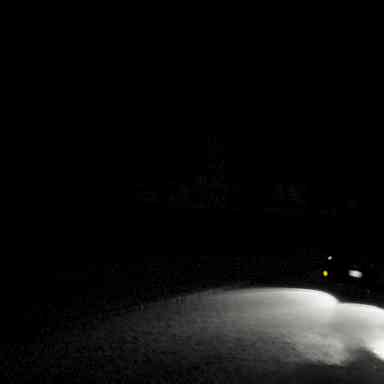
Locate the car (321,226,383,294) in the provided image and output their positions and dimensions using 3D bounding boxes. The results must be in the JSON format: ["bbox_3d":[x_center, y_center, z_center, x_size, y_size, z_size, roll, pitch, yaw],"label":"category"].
[{"bbox_3d":[5.085,1.549,8.180,4.181,1.385,1.994,0,0,-35],"label":"car"}]

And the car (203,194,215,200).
[{"bbox_3d":[4.767,1.326,93.698,1.845,1.501,3.633,0,0,-24],"label":"car"}]

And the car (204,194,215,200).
[{"bbox_3d":[6.060,1.413,91.216,4.536,1.218,1.853,0,0,-6],"label":"car"}]

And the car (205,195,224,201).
[{"bbox_3d":[6.112,1.570,91.222,4.974,1.542,2.038,0,0,-6],"label":"car"}]
